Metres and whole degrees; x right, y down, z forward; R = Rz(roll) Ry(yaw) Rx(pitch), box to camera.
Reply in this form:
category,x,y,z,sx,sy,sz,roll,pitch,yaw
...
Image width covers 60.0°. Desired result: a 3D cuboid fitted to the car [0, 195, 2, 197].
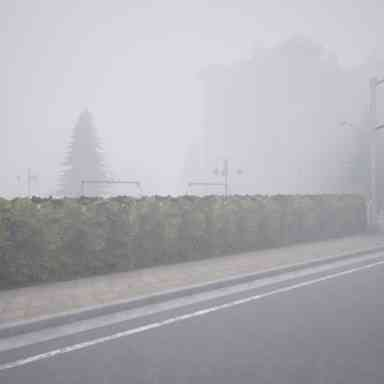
category,x,y,z,sx,sy,sz,roll,pitch,yaw
car,-40.266,1.373,67.273,3.633,1.501,1.845,0,0,-37
